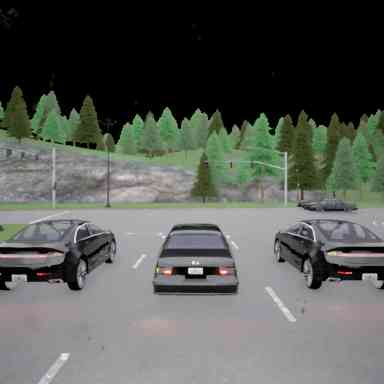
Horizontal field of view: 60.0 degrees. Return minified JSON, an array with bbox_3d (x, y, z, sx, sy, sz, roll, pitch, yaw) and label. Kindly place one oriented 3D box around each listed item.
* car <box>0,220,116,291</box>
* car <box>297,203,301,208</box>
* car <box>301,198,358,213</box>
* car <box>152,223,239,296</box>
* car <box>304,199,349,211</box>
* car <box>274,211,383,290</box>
[{"bbox_3d":[-3.401,1.491,9.014,2.128,1.511,4.902,0,0,0],"label":"car"},{"bbox_3d":[16.621,1.547,43.450,5.357,1.411,2.033,0,0,-3],"label":"car"},{"bbox_3d":[15.196,1.547,36.360,5.357,1.411,2.033,0,0,-3],"label":"car"},{"bbox_3d":[0.099,1.547,8.833,2.033,1.411,5.357,0,0,1],"label":"car"},{"bbox_3d":[16.137,1.525,39.911,4.674,1.442,1.812,0,0,-3],"label":"car"},{"bbox_3d":[3.600,1.491,9.108,2.128,1.511,4.902,0,0,1],"label":"car"}]
